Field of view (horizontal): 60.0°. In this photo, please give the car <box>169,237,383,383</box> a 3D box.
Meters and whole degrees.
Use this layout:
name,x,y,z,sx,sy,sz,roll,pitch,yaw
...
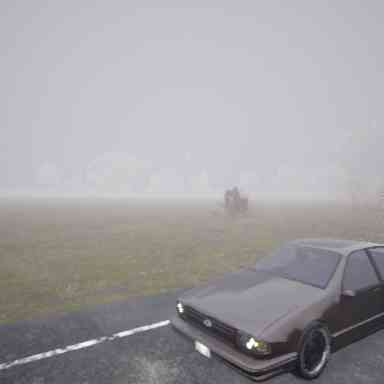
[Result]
name,x,y,z,sx,sy,sz,roll,pitch,yaw
car,2.298,1.536,5.633,5.357,1.411,2.033,0,0,-35
